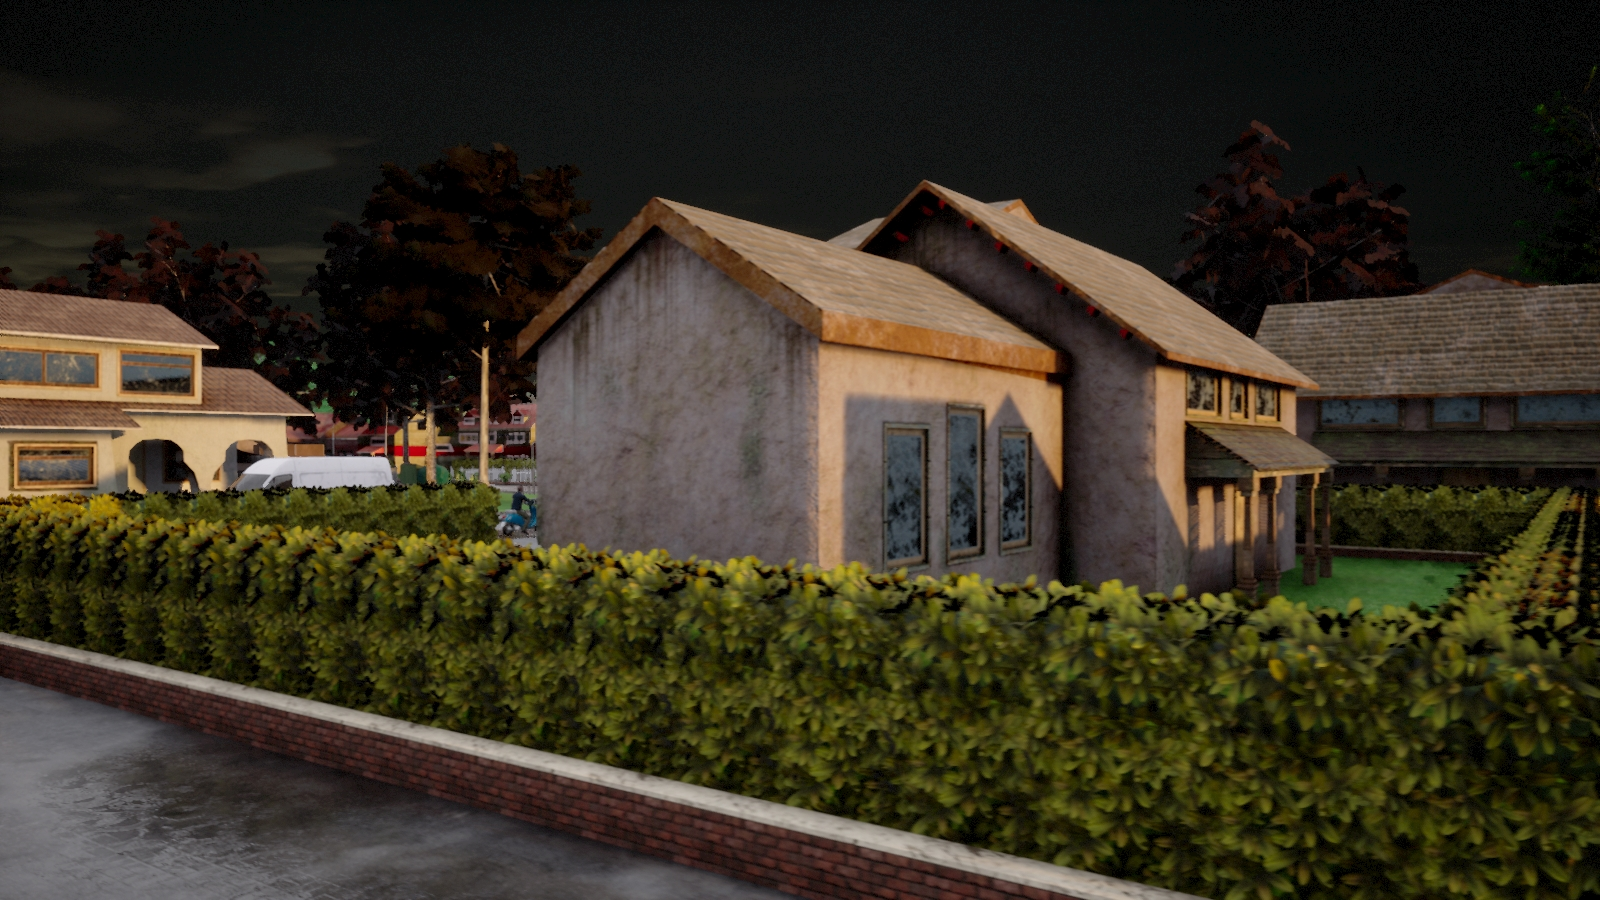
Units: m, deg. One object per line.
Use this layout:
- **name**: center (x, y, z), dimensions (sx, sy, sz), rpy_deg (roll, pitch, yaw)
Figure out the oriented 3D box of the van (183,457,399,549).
- **van**: center (-15.499, 1.502, 35.190), dimensions (1.988, 2.561, 5.915), rpy_deg (0, 0, 35)
